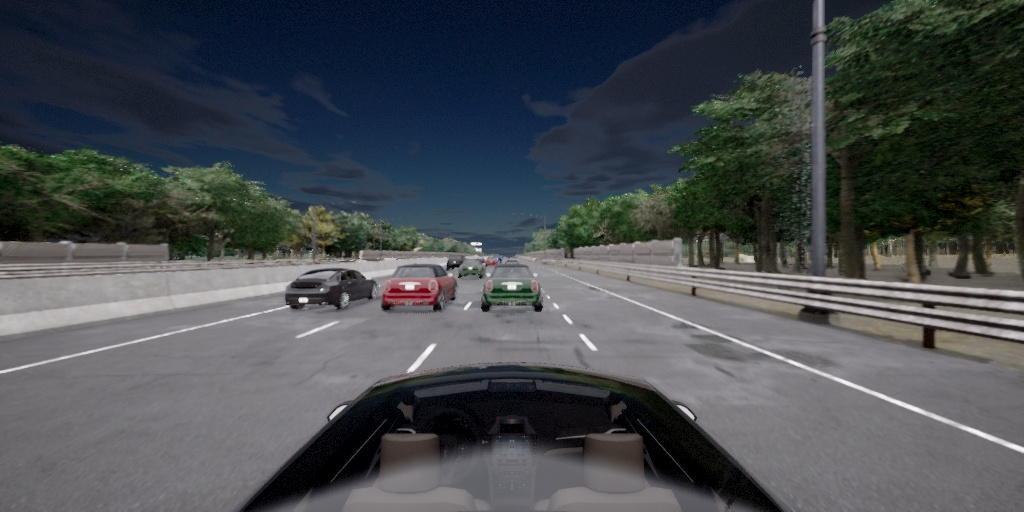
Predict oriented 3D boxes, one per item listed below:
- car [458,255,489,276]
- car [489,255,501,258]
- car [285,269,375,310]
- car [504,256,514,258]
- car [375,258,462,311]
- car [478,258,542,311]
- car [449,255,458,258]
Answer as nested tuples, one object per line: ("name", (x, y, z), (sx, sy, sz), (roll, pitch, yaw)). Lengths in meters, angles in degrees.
("car", (-3.508, 1.045, 32.268), (2.097, 1.767, 4.553), (0, 0, 0))
("car", (-3.515, 0.946, 62.865), (2.097, 1.767, 4.553), (0, 0, 0))
("car", (-7.002, 1.240, 14.459), (1.837, 1.490, 4.892), (0, 0, 0))
("car", (-0.015, 1.079, 60.392), (1.882, 1.535, 5.008), (0, 0, 0))
("car", (-3.502, 1.086, 14.406), (2.097, 1.767, 4.553), (0, 0, 0))
("car", (-0.003, 1.087, 14.406), (2.097, 1.767, 4.553), (0, 0, 0))
("car", (-7.010, 0.868, 46.382), (2.150, 2.045, 5.566), (0, 0, 0))
